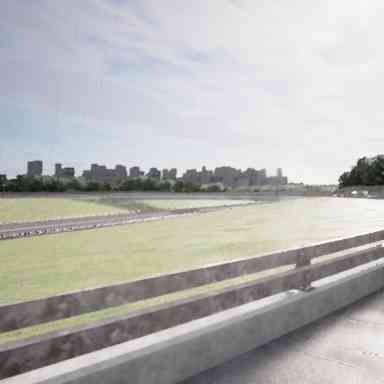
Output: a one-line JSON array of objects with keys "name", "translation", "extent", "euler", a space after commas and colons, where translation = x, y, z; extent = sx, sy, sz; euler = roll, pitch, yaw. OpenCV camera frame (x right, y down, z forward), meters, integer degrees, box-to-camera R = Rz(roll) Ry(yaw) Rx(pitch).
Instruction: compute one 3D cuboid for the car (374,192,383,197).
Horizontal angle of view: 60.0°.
[{"name": "car", "translation": [41.754, 0.686, 72.623], "extent": [2.033, 1.411, 5.357], "euler": [-1, 0, 5]}]
